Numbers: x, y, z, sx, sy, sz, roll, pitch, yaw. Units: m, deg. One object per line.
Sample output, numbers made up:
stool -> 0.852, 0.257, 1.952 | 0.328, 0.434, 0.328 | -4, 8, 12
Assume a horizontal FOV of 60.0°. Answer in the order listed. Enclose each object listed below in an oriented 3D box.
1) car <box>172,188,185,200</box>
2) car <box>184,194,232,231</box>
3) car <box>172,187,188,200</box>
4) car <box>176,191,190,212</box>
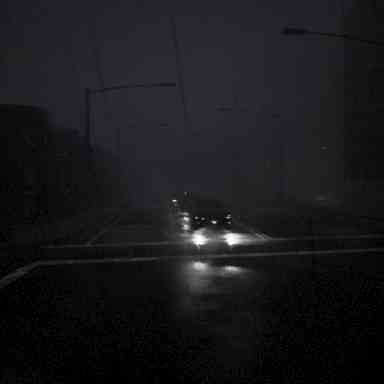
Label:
car -> -0.944, 0.611, 38.839 | 2.033, 1.411, 5.357 | -1, 1, -4
car -> 0.808, 1.060, 17.385 | 1.837, 1.490, 4.892 | -1, 1, -5
car -> -1.789, 0.183, 48.996 | 2.097, 1.767, 4.553 | -1, 1, -5
car -> -0.072, 0.876, 28.006 | 1.994, 1.385, 4.181 | -1, 1, -5
